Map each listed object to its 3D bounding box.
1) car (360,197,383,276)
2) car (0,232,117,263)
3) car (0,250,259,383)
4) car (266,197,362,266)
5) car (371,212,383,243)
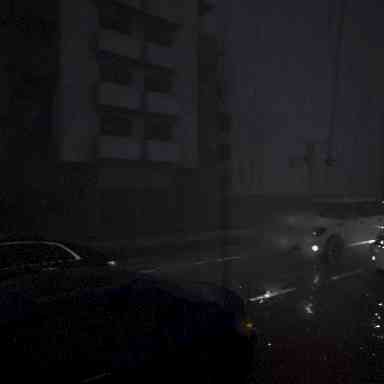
[{"bbox_3d":[7.150,1.210,9.058,5.566,2.045,2.150,-1,0,-35],"label":"car"},{"bbox_3d":[-3.621,1.506,5.695,4.892,1.490,1.837,1,0,-35],"label":"car"},{"bbox_3d":[-1.415,1.525,2.971,4.674,1.442,1.812,0,0,-35],"label":"car"},{"bbox_3d":[5.137,1.215,11.920,5.566,2.045,2.150,0,0,-35],"label":"car"},{"bbox_3d":[10.622,1.587,15.751,4.718,1.301,1.895,0,0,-36],"label":"car"}]
